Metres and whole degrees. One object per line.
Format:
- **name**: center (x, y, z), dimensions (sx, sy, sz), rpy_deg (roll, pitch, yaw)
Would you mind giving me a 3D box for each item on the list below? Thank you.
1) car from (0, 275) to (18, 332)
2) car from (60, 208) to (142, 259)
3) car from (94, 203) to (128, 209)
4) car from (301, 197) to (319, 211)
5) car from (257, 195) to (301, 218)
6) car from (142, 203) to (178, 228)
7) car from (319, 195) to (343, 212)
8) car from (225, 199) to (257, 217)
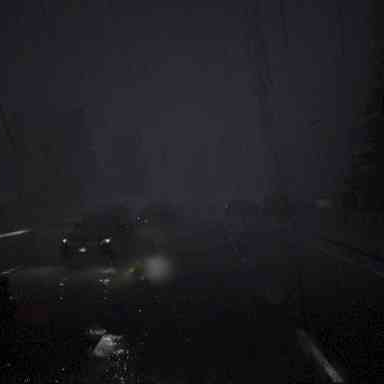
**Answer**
- **car**: center (-3.585, 1.556, 2.732), dimensions (2.033, 1.411, 5.357), rpy_deg (0, 0, 0)
- **car**: center (-3.371, 1.562, 12.843), dimensions (1.812, 1.442, 4.674), rpy_deg (0, 0, 2)
- **car**: center (-5.887, 1.552, 23.585), dimensions (1.882, 1.535, 5.008), rpy_deg (0, 0, 13)
- **car**: center (14.097, 1.647, 43.133), dimensions (4.674, 1.442, 1.812), rpy_deg (0, 0, -39)
- **car**: center (8.263, 1.311, 31.227), dimensions (2.150, 2.045, 5.566), rpy_deg (0, 0, 30)
- **car**: center (-2.292, 1.570, 22.935), dimensions (1.837, 1.490, 4.892), rpy_deg (0, 0, 13)
- **car**: center (17.894, 1.340, 41.753), dimensions (5.566, 2.045, 2.150), rpy_deg (0, 0, -36)
- **car**: center (4.952, 1.444, 32.341), dimensions (2.097, 1.767, 4.553), rpy_deg (0, 0, 31)
